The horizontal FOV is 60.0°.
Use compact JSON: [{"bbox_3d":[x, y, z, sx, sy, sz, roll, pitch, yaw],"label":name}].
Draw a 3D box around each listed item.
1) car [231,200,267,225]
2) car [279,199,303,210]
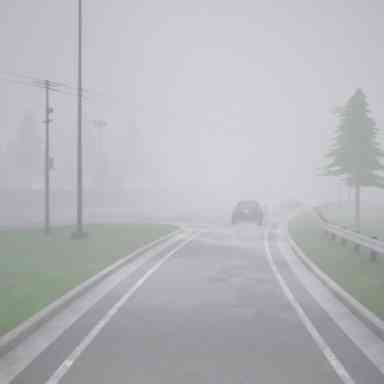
[{"bbox_3d":[4.241,1.343,24.149,2.097,1.767,4.553,0,0,17],"label":"car"},{"bbox_3d":[12.584,1.540,42.017,2.033,1.411,5.357,0,0,32],"label":"car"}]
